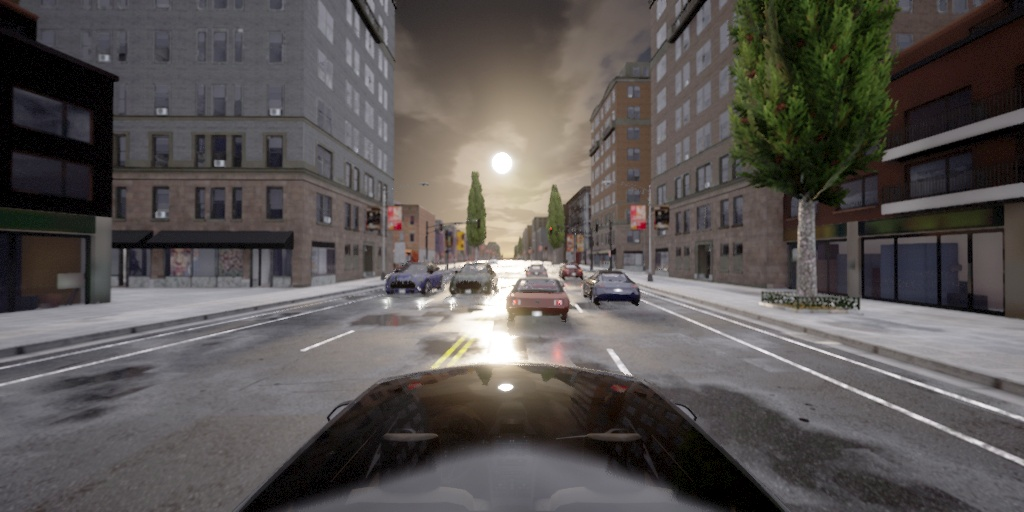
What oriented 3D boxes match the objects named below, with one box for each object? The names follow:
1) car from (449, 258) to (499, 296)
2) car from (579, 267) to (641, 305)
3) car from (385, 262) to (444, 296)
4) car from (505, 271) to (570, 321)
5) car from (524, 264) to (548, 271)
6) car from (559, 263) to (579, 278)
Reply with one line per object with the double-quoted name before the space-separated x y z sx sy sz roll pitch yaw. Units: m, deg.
"car" -2.005 1.159 19.798 2.097 1.767 4.553 0 0 4
"car" 4.462 1.374 16.561 1.994 1.385 4.181 0 0 4
"car" -5.258 1.152 19.859 2.097 1.767 4.553 0 0 4
"car" 0.912 1.389 12.602 1.895 1.301 4.718 0 0 5
"car" 2.007 1.404 29.971 2.033 1.411 5.357 0 0 3
"car" 5.392 1.403 33.003 1.812 1.442 4.674 0 0 3
